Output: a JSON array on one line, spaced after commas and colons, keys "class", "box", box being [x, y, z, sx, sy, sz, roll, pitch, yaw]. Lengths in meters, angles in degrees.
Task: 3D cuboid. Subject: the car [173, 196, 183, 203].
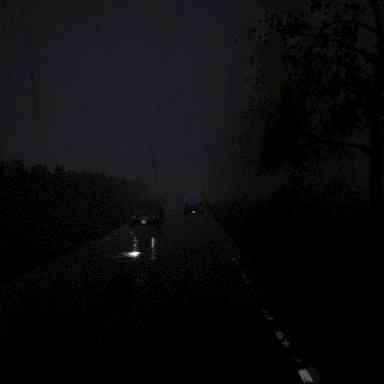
[{"class": "car", "box": [-2.621, 1.445, 64.903, 2.033, 1.411, 5.357, 0, 0, 0]}]

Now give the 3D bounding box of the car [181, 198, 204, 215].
[{"class": "car", "box": [0.166, 1.572, 33.567, 1.895, 1.301, 4.718, 0, 0, 0]}]

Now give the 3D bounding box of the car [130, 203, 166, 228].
[{"class": "car", "box": [-2.807, 1.476, 21.837, 2.128, 1.511, 4.902, 0, 0, 0]}]
